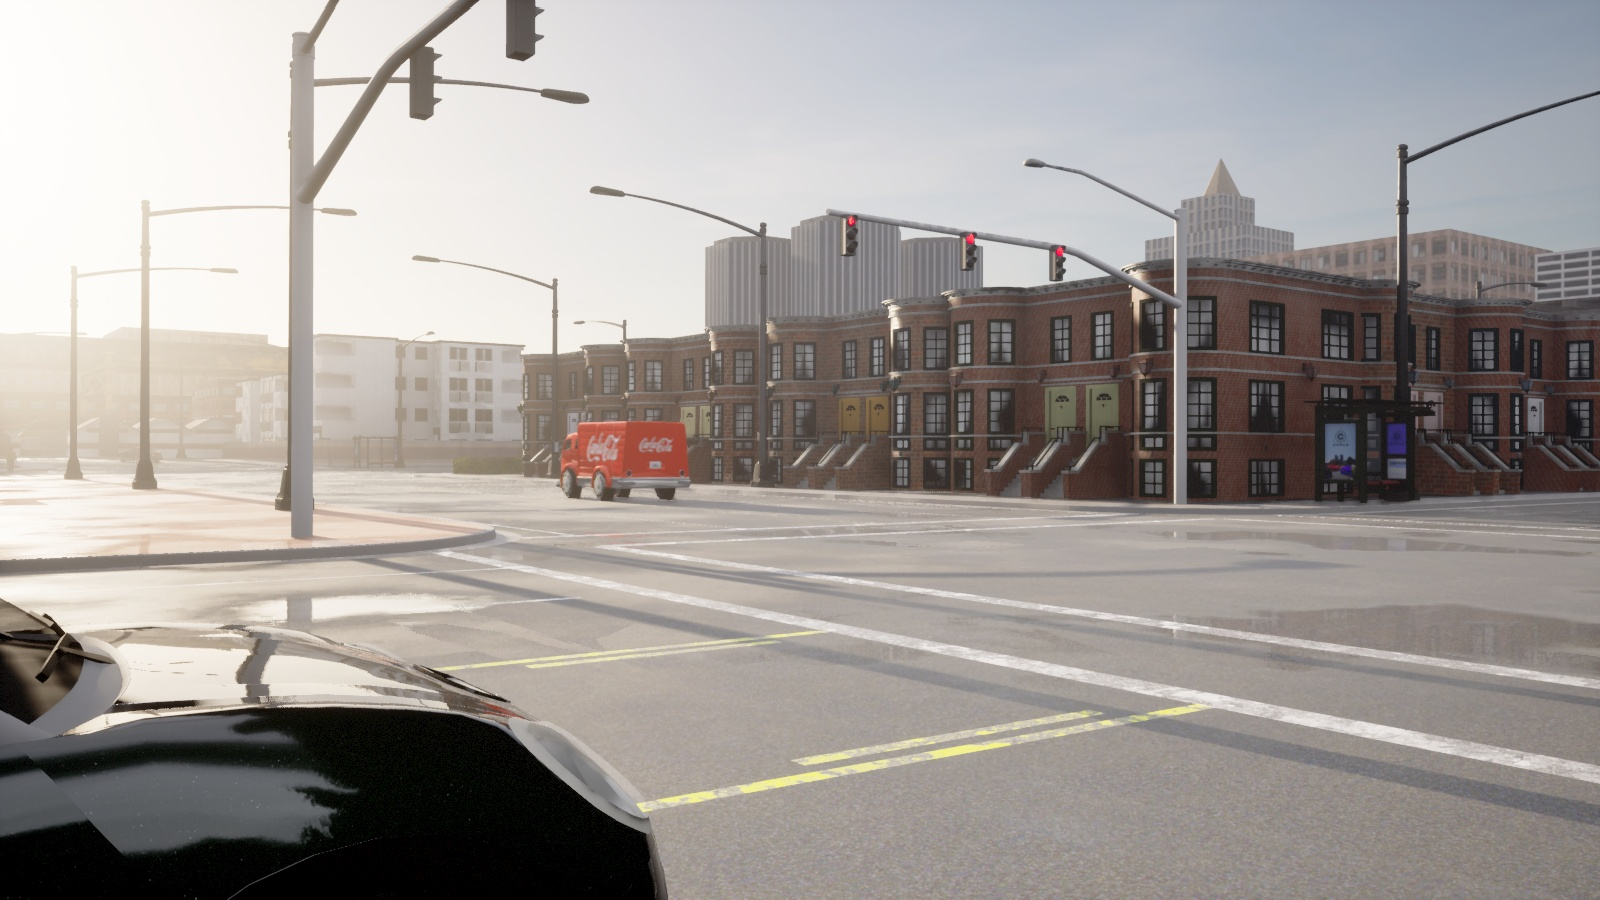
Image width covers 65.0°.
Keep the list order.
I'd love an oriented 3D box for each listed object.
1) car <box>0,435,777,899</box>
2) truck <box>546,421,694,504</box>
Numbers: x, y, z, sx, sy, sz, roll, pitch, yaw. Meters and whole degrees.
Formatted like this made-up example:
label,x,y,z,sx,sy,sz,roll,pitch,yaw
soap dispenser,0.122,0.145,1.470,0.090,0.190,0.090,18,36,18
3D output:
label,x,y,z,sx,sy,sz,roll,pitch,yaw
car,-2.171,0.720,2.205,3.806,1.475,1.970,0,0,-35
truck,-5.851,0.369,40.206,2.627,2.467,5.204,0,0,-35
